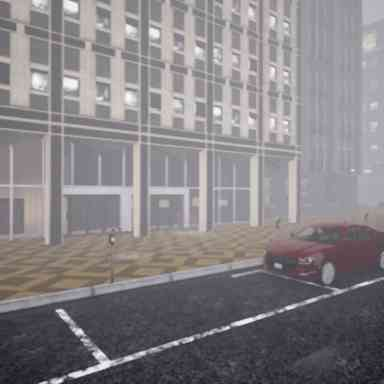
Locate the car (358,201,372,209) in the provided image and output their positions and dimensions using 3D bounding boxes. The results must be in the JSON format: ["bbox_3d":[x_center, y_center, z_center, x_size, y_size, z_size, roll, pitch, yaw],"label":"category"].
[{"bbox_3d":[20.059,1.425,42.078,1.752,1.417,4.829,0,0,-36],"label":"car"}]

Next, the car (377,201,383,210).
[{"bbox_3d":[23.259,1.491,37.614,1.802,1.307,4.206,0,0,-36],"label":"car"}]

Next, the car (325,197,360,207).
[{"bbox_3d":[23.370,1.448,51.840,1.752,1.417,4.829,0,0,-36],"label":"car"}]

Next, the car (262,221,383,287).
[{"bbox_3d":[3.914,1.536,9.347,4.507,1.381,1.887,0,0,-35],"label":"car"}]
